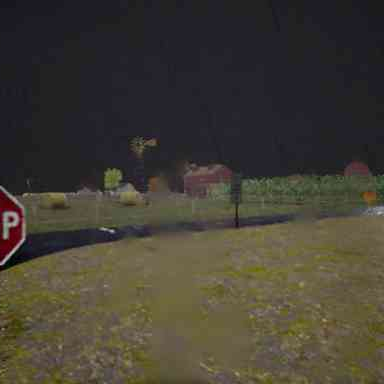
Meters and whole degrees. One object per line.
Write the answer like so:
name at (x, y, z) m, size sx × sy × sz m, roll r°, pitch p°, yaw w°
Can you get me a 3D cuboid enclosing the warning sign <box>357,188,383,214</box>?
warning sign at (13.184, 0.655, 24.646) m, size 1.060 × 1.860 × 1.300 m, roll 0°, pitch -1°, yaw -34°
